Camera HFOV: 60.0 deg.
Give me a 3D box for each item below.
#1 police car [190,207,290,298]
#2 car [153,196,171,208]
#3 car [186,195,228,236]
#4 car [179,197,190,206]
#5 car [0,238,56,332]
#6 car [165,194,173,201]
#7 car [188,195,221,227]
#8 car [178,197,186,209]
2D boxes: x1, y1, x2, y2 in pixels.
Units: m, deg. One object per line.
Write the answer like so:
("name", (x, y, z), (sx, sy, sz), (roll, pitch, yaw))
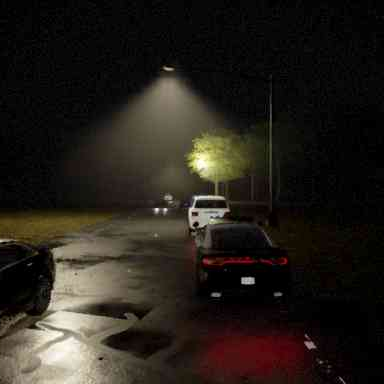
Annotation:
("police car", (1.009, 1.428, 8.696), (1.930, 1.638, 5.238), (0, 0, 0))
("car", (-4.505, 1.650, 48.668), (1.994, 1.385, 4.181), (0, 0, -2))
("car", (0.903, 1.244, 18.642), (2.150, 2.045, 5.566), (0, 0, -1))
("car", (-1.320, 1.623, 59.870), (1.837, 1.490, 4.892), (-1, 0, -3))
("car", (-3.624, 1.494, 4.725), (2.128, 1.511, 4.902), (0, 0, 0))
("car", (-6.462, 1.489, 89.566), (2.150, 2.045, 5.566), (0, 0, -4))
("car", (0.809, 1.249, 24.651), (2.150, 2.045, 5.566), (0, 0, -1))
("car", (-0.782, 1.642, 46.168), (1.994, 1.385, 4.181), (0, 0, -1))
